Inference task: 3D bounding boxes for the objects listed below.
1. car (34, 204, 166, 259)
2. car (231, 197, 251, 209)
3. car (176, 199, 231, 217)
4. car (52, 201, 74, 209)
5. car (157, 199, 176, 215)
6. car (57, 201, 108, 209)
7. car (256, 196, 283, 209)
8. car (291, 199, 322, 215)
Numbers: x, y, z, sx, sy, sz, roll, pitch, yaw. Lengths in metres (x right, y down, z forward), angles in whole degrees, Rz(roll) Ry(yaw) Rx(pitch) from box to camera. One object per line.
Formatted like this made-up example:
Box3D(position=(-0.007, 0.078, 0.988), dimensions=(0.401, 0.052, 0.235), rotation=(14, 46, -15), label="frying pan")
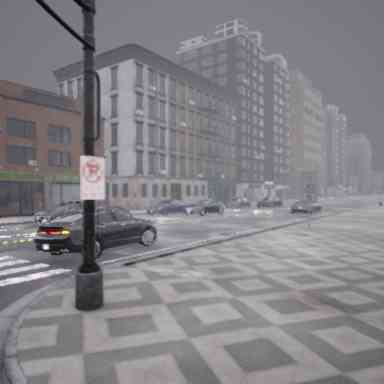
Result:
Box3D(position=(-3.197, 1.385, 12.067), dimensions=(1.837, 1.490, 4.892), rotation=(-3, -1, 29), label="car")
Box3D(position=(5.838, 1.354, 41.663), dimensions=(1.812, 1.442, 4.674), rotation=(0, 1, 36), label="car")
Box3D(position=(1.128, 1.345, 29.513), dimensions=(2.128, 1.511, 4.902), rotation=(0, 0, 35), label="car")
Box3D(position=(-8.036, 1.393, 22.274), dimensions=(1.837, 1.490, 4.892), rotation=(0, 0, 36), label="car")
Box3D(position=(-2.137, 1.389, 30.543), dimensions=(1.812, 1.442, 4.674), rotation=(0, 0, 36), label="car")
Box3D(position=(-5.566, 1.446, 20.144), dimensions=(1.994, 1.385, 4.181), rotation=(0, 0, 35), label="car")
Box3D(position=(9.709, 1.292, 41.476), dimensions=(1.882, 1.535, 5.008), rotation=(0, 0, 36), label="car")
Box3D(position=(10.954, 1.382, 31.740), dimensions=(1.994, 1.385, 4.181), rotation=(0, 0, 36), label="car")
